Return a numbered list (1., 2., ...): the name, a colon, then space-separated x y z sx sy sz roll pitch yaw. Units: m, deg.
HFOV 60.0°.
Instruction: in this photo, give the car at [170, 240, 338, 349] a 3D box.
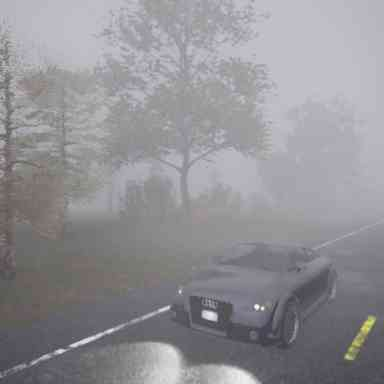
1. car: 1.451 1.703 6.613 1.994 1.385 4.181 -1 -2 37
